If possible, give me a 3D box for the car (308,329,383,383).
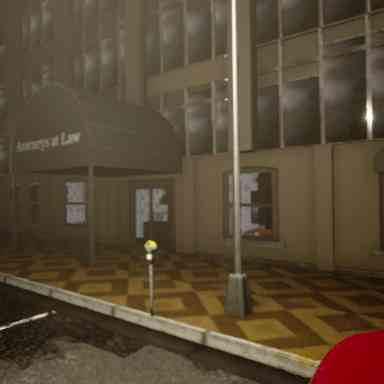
[{"bbox_3d":[2.805,1.304,0.885,5.009,1.841,2.192,0,-1,36],"label":"car"}]
